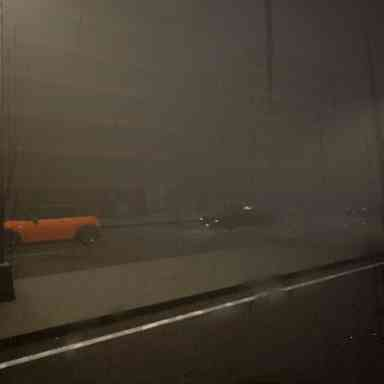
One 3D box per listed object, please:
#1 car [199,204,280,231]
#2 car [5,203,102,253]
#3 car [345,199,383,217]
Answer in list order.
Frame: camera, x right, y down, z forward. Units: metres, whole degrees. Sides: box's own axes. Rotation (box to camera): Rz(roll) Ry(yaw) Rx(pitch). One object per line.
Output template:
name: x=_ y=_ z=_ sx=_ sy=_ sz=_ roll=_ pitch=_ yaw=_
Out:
car: x=3.020 y=1.465 z=20.272 sx=5.357 sy=1.411 sz=2.033 roll=0 pitch=0 yaw=-35
car: x=-6.193 y=1.336 z=13.702 sx=4.553 sy=1.767 sz=2.097 roll=0 pitch=0 yaw=-35
car: x=15.372 y=1.357 z=29.060 sx=4.674 sy=1.442 sz=1.812 roll=-1 pitch=0 yaw=-35
